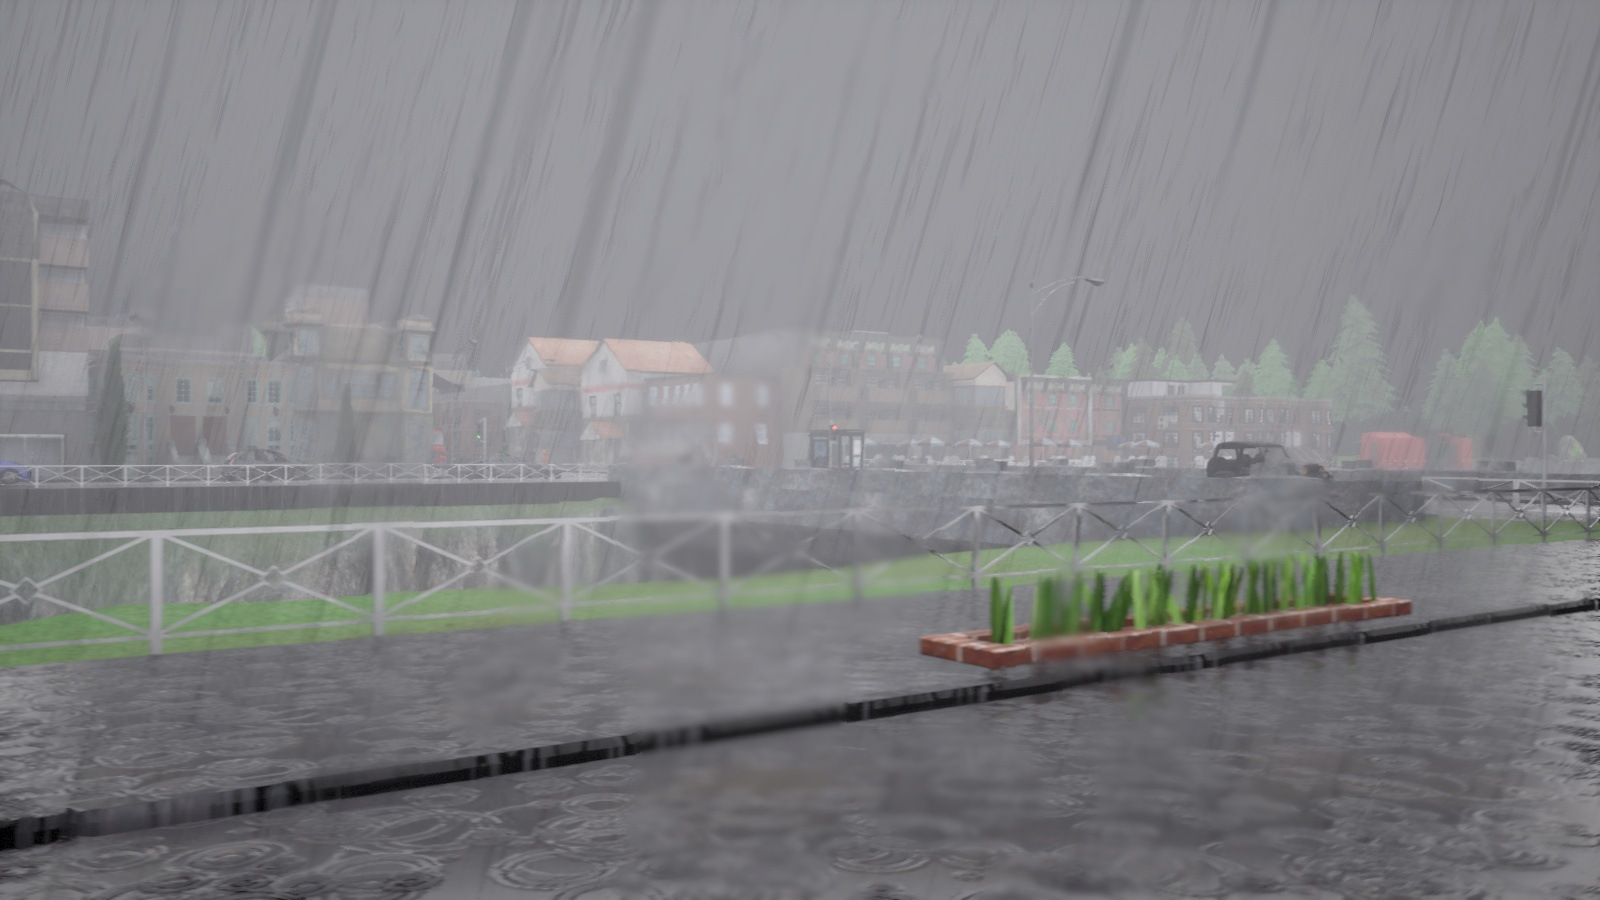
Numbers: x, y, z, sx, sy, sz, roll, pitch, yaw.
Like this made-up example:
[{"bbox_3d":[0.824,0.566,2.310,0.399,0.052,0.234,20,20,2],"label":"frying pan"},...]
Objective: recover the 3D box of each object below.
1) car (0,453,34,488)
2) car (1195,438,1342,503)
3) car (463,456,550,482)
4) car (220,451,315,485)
[{"bbox_3d":[-35.931,0.901,54.455,4.514,1.525,2.007,0,0,-35],"label":"car"},{"bbox_3d":[14.442,0.606,38.902,1.905,1.878,3.866,0,0,-35],"label":"car"},{"bbox_3d":[-15.959,1.010,68.341,4.181,1.385,1.994,0,0,-34],"label":"car"},{"bbox_3d":[-26.003,0.848,61.370,3.988,1.617,1.851,0,0,-35],"label":"car"}]
